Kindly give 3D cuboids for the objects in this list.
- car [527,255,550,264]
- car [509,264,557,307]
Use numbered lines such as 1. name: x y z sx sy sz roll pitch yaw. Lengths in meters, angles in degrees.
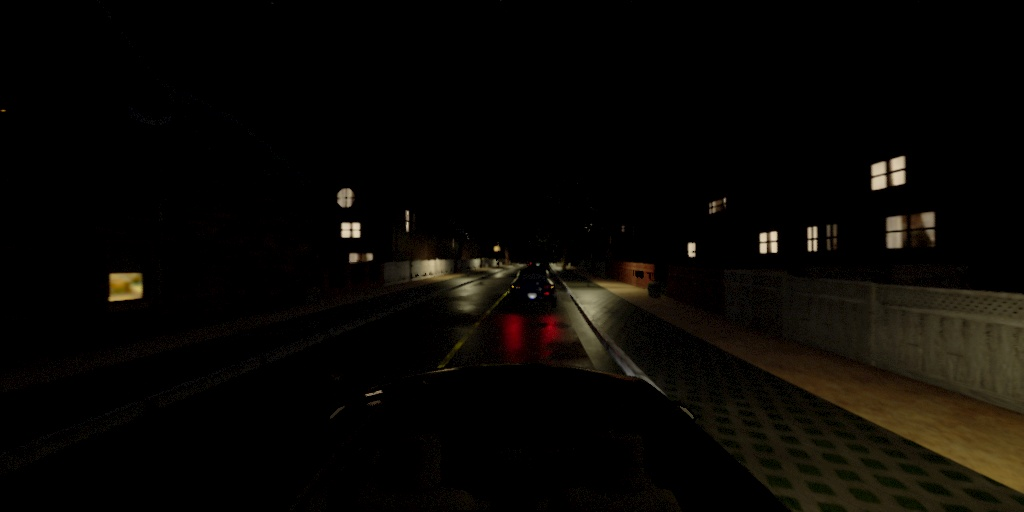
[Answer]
1. car: 2.665 0.928 36.363 2.150 2.045 5.566 0 0 5
2. car: 0.908 1.248 15.201 1.812 1.442 4.674 0 0 4
